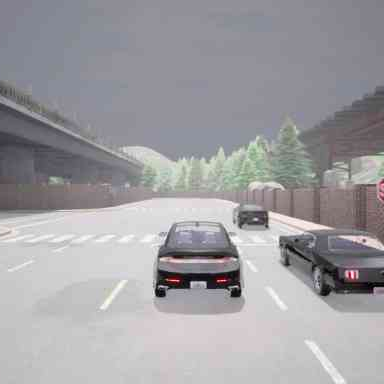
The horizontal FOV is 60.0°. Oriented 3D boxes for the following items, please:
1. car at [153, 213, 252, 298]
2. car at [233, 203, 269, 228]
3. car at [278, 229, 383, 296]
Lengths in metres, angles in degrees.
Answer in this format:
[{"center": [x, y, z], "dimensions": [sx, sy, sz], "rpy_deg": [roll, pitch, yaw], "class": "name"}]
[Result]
[{"center": [0.144, 1.492, 8.526], "dimensions": [2.128, 1.511, 4.902], "rpy_deg": [0, 0, 1], "class": "car"}, {"center": [3.845, 1.478, 22.298], "dimensions": [1.882, 1.535, 5.008], "rpy_deg": [0, 0, 1], "class": "car"}, {"center": [3.646, 1.601, 8.568], "dimensions": [1.895, 1.301, 4.718], "rpy_deg": [0, 0, 1], "class": "car"}]
